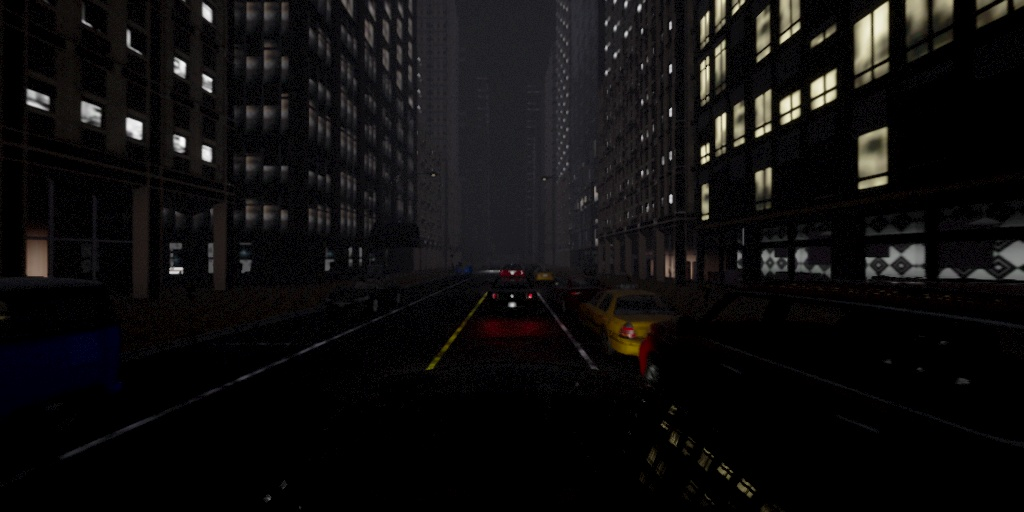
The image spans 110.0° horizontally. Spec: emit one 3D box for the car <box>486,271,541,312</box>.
[{"bbox_3d":[0.024,1.487,15.089,1.895,1.301,4.718,0,-1,0],"label":"car"}]

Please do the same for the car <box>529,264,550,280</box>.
[{"bbox_3d":[2.713,1.570,31.398,1.751,1.417,4.829,0,0,0],"label":"car"}]

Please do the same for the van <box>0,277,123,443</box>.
[{"bbox_3d":[-5.690,1.102,2.748,1.690,1.789,3.998,0,0,0],"label":"van"}]

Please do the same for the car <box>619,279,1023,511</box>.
[{"bbox_3d":[2.691,1.075,2.737,2.192,1.841,5.009,0,0,0],"label":"car"}]

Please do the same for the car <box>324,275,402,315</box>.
[{"bbox_3d":[-5.681,1.428,14.142,2.007,1.370,4.403,0,0,0],"label":"car"}]

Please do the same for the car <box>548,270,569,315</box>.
[{"bbox_3d":[2.699,1.422,14.133,1.888,1.381,4.507,0,0,0],"label":"car"}]

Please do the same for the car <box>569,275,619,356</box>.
[{"bbox_3d":[2.695,1.344,8.605,1.751,1.417,4.829,0,0,0],"label":"car"}]

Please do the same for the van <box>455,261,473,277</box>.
[{"bbox_3d":[-5.660,1.494,42.635,1.690,1.789,3.998,0,0,0],"label":"van"}]

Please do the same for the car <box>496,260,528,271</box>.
[{"bbox_3d":[0.037,1.387,30.264,2.097,1.767,4.553,0,-1,0],"label":"car"}]
